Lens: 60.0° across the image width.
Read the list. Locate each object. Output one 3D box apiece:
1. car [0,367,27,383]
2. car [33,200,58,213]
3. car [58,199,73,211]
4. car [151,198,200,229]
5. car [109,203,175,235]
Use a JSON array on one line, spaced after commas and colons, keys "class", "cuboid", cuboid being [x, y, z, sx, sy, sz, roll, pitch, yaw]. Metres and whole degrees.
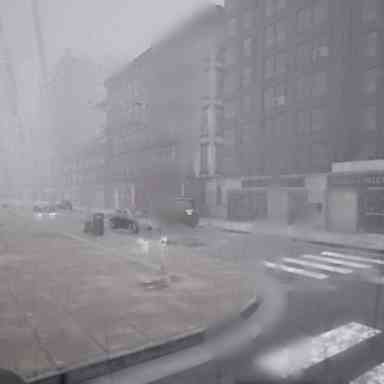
[{"class": "car", "cuboid": [-2.724, 1.542, 0.869, 4.313, 1.339, 1.947, 1, -1, -36]}, {"class": "car", "cuboid": [-18.357, 1.761, 41.158, 1.812, 1.442, 4.674, 1, -1, -35]}, {"class": "car", "cuboid": [-17.609, 1.778, 45.091, 1.837, 1.490, 4.892, 1, -1, -35]}, {"class": "car", "cuboid": [-1.704, 1.415, 22.786, 2.150, 2.045, 5.566, 1, -1, -35]}, {"class": "car", "cuboid": [-3.405, 1.652, 20.082, 2.128, 1.511, 4.902, 1, -1, -35]}]
